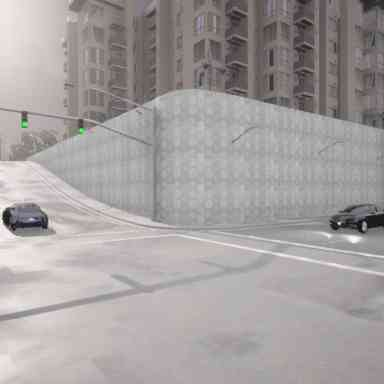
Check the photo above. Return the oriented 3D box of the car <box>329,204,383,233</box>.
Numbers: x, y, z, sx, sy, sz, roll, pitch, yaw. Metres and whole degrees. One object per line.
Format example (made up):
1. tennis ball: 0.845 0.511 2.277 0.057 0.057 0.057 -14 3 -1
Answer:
1. car: 10.133 1.502 19.831 4.892 1.490 1.837 0 0 -36

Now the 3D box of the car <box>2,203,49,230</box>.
1. car: -9.976 1.355 19.829 1.994 1.385 4.181 0 3 -36
